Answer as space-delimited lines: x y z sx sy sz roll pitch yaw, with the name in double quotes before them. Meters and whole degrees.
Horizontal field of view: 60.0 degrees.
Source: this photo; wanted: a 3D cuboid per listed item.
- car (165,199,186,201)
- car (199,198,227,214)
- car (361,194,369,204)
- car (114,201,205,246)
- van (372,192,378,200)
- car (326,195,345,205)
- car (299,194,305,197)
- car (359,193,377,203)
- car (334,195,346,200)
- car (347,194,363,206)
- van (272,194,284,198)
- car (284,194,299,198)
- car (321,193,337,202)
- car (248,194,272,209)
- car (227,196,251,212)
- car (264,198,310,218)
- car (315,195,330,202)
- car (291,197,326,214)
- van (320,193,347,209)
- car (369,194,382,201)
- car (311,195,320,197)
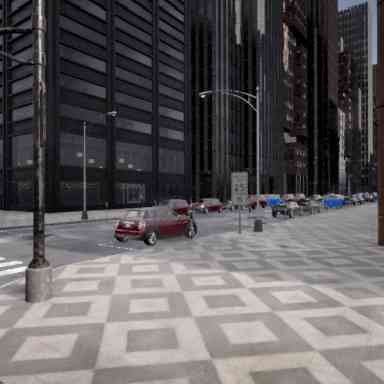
"car" -1.870 1.396 29.277 1.967 1.590 4.097 0 0 36
"car" 1.404 1.383 33.832 1.967 1.590 4.097 0 0 36
"car" 27.978 1.409 56.201 1.947 1.339 4.313 0 0 36
"car" -1.483 1.393 15.208 1.967 1.590 4.097 0 0 36
"van" 37.798 1.157 69.865 1.690 1.788 3.998 0 0 36
"car" 23.805 1.337 54.958 1.882 1.535 5.008 0 0 35
"car" 17.771 1.199 56.607 2.192 1.841 5.009 0 0 36
"car" 34.525 1.369 65.311 1.887 1.381 4.507 0 0 36
"car" 37.414 1.396 83.939 1.947 1.339 4.313 0 0 36
"car" 24.704 1.419 51.646 1.947 1.339 4.313 0 0 36
"van" 11.224 1.247 47.497 1.690 1.788 3.998 0 0 36
"car" 14.498 1.210 52.053 2.192 1.841 5.009 0 0 36
"car" 30.866 1.161 74.829 2.192 1.841 5.009 0 0 36
"car" 7.951 1.233 42.943 2.192 1.841 5.009 0 0 36
"car" 4.678 1.481 38.388 2.008 1.369 4.403 0 0 36
"car" 8.337 1.463 28.872 2.008 1.369 4.403 0 0 36
"car" 27.593 1.406 70.274 2.008 1.369 4.403 0 0 36
"car" 11.611 1.465 33.427 1.947 1.339 4.313 0 0 36
"van" 18.157 1.216 42.536 1.690 1.788 3.998 0 0 36
"car" 41.071 1.247 74.420 1.967 1.590 4.097 0 0 36
"car" 24.319 1.305 65.718 1.967 1.590 4.097 0 0 36
